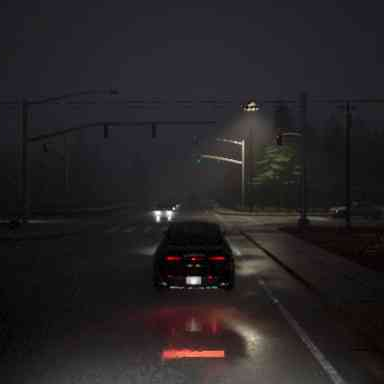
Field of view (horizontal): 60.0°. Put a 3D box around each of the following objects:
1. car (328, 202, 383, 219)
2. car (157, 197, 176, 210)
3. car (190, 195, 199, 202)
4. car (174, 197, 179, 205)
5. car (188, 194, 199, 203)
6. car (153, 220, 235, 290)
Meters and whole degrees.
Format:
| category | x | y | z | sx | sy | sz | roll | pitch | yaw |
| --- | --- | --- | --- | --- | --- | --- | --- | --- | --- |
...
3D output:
| category | x | y | z | sx | sy | sz | roll | pitch | yaw |
| --- | --- | --- | --- | --- | --- | --- | --- | --- | --- |
| car | 14.562 | 1.636 | 29.450 | 4.674 | 1.442 | 1.812 | 0 | 0 | 1 |
| car | -3.585 | 1.728 | 44.733 | 1.895 | 1.301 | 4.718 | 0 | 0 | 0 |
| car | 0.684 | 1.591 | 83.091 | 2.097 | 1.767 | 4.553 | 0 | 0 | 2 |
| car | -3.560 | 1.631 | 54.015 | 1.882 | 1.535 | 5.008 | 0 | 0 | 0 |
| car | 0.313 | 1.431 | 72.679 | 2.150 | 2.045 | 5.566 | 0 | 0 | 2 |
| car | 0.056 | 1.530 | 9.156 | 1.837 | 1.490 | 4.892 | 0 | 0 | 0 |
